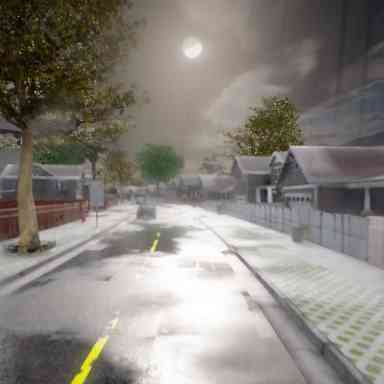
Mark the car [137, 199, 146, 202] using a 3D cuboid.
[{"bbox_3d":[-11.511,2.281,75.389,2.128,1.511,4.902,0,-1,-13],"label":"car"}]

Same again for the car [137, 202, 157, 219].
[{"bbox_3d":[-4.371,1.921,32.641,1.895,1.301,4.718,0,-1,-5],"label":"car"}]
